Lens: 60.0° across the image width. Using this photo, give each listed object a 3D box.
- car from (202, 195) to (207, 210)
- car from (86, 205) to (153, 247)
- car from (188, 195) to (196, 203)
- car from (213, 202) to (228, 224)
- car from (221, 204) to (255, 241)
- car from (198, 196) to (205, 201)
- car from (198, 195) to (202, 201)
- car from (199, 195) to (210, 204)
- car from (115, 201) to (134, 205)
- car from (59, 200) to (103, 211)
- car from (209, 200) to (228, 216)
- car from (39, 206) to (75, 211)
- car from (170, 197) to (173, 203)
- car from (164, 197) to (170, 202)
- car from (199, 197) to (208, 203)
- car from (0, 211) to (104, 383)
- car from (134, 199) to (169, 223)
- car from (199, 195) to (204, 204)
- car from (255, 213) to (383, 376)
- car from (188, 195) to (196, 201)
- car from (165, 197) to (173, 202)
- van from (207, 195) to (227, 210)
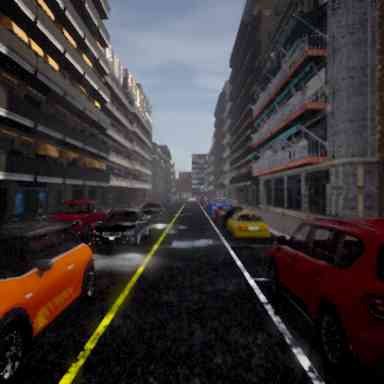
[{"bbox_3d":[2.690,1.555,44.370,1.967,1.590,4.097,0,0,0],"label":"car"},{"bbox_3d":[-3.098,1.538,15.231,1.837,1.490,4.892,0,0,0],"label":"car"},{"bbox_3d":[0.005,1.776,80.037,1.812,1.442,4.674,0,0,0],"label":"car"},{"bbox_3d":[2.690,1.615,22.188,1.947,1.339,4.313,0,0,0],"label":"car"},{"bbox_3d":[2.690,1.562,16.814,1.752,1.417,4.829,0,0,0],"label":"car"},{"bbox_3d":[2.693,1.878,94.279,1.887,1.381,4.507,0,0,0],"label":"car"},{"bbox_3d":[2.692,1.746,66.552,1.887,1.381,4.507,0,0,0],"label":"car"},{"bbox_3d":[2.690,1.540,72.099,2.192,1.841,5.009,0,0,0],"label":"car"},{"bbox_3d":[-5.690,1.503,27.729,1.967,1.590,4.097,0,0,0],"label":"car"},{"bbox_3d":[-5.691,1.351,16.642,2.192,1.841,5.009,0,0,0],"label":"car"},{"bbox_3d":[2.690,1.607,27.734,1.887,1.381,4.507,0,0,0],"label":"car"},{"bbox_3d":[-5.691,1.464,11.097,1.967,1.590,4.097,0,0,0],"label":"car"},{"bbox_3d":[-5.688,1.816,77.622,1.947,1.339,4.313,0,0,0],"label":"car"},{"bbox_3d":[-5.689,1.724,60.991,1.887,1.381,4.507,0,0,0],"label":"car"},{"bbox_3d":[2.692,1.801,77.644,2.008,1.369,4.403,0,0,0],"label":"car"},{"bbox_3d":[-3.103,1.363,5.239,2.097,1.767,4.553,0,0,0],"label":"car"},{"bbox_3d":[-3.091,1.564,26.529,1.837,1.490,4.892,0,0,0],"label":"car"},{"bbox_3d":[2.691,1.708,55.461,2.008,1.369,4.403,0,0,0],"label":"car"},{"bbox_3d":[2.689,1.327,5.551,2.192,1.841,5.009,0,0,0],"label":"car"},{"bbox_3d":[0.006,1.652,90.042,1.882,1.535,5.008,0,0,0],"label":"car"},{"bbox_3d":[-5.688,1.858,83.164,1.802,1.307,4.206,0,0,0],"label":"car"},{"bbox_3d":[2.690,1.419,33.281,1.690,1.788,3.998,0,0,0],"label":"van"}]
